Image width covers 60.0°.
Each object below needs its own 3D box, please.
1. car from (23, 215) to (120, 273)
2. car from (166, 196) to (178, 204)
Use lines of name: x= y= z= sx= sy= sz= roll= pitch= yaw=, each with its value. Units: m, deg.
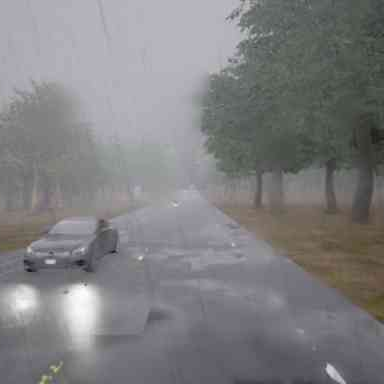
car: x=-3.602 y=1.524 z=10.799 sx=1.812 sy=1.442 sz=4.674 roll=0 pitch=0 yaw=0
car: x=-3.545 y=1.408 z=59.171 sx=1.994 sy=1.385 sz=4.181 roll=0 pitch=1 yaw=1
